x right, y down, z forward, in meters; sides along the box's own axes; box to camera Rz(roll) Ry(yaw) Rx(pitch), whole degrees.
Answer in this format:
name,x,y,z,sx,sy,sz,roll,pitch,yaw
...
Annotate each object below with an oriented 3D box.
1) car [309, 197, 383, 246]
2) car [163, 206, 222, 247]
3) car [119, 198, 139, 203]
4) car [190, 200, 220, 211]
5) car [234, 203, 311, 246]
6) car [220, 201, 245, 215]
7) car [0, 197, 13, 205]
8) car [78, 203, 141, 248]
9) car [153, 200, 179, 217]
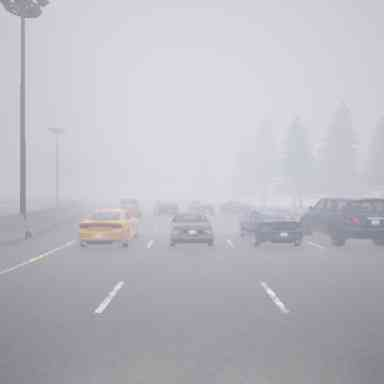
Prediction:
name,x,y,z,sx,sy,sz,roll,pitch,yaw
car,6.905,1.255,15.397,2.150,2.045,5.566,0,0,-3
car,-0.086,1.560,15.048,2.033,1.411,5.357,0,0,-3
car,-5.917,1.363,30.720,2.097,1.767,4.553,0,0,-14
car,0.863,1.531,32.464,1.812,1.442,4.674,0,0,-14
car,3.410,1.482,15.207,1.882,1.535,5.008,0,0,-3
car,4.256,1.561,33.321,2.033,1.411,5.357,0,0,-14
car,-33.732,1.600,59.587,2.033,1.411,5.357,0,0,-44
car,-3.583,1.482,14.888,1.882,1.535,5.008,0,0,-3
car,-2.531,1.482,31.606,1.882,1.535,5.008,0,0,-14
